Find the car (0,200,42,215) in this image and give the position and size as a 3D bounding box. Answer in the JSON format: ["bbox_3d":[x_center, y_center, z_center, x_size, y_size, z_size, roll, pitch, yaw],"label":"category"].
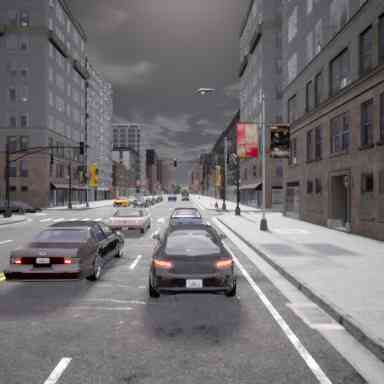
[{"bbox_3d":[-17.923,1.537,33.164,5.357,1.411,2.033,0,0,4],"label":"car"}]

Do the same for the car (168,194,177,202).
[{"bbox_3d":[-4.833,1.494,80.301,1.882,1.535,5.008,0,0,-1],"label":"car"}]

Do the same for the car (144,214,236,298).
[{"bbox_3d":[-0.037,1.527,8.444,1.812,1.442,4.674,0,0,-2],"label":"car"}]

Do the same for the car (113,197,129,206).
[{"bbox_3d":[-10.851,1.495,51.511,1.882,1.535,5.008,0,0,-1],"label":"car"}]

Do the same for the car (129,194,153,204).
[{"bbox_3d":[-7.568,1.508,50.038,2.128,1.511,4.902,0,0,-1],"label":"car"}]

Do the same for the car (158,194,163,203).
[{"bbox_3d":[-7.863,1.546,69.261,2.128,1.511,4.902,0,0,-1],"label":"car"}]

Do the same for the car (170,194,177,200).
[{"bbox_3d":[-5.043,1.388,90.719,1.837,1.490,4.892,0,0,-1],"label":"car"}]

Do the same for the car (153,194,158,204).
[{"bbox_3d":[-7.738,1.511,59.391,2.128,1.511,4.902,0,0,-1],"label":"car"}]

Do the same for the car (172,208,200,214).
[{"bbox_3d":[-0.331,1.551,18.031,2.033,1.411,5.357,0,0,-1],"label":"car"}]

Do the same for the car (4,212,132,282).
[{"bbox_3d":[-3.313,1.548,9.783,2.033,1.411,5.357,0,0,-1],"label":"car"}]

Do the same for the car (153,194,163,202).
[{"bbox_3d":[-8.068,1.362,79.492,2.097,1.767,4.553,0,0,-1],"label":"car"}]

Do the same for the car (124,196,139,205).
[{"bbox_3d":[-11.001,1.545,60.733,1.812,1.442,4.674,0,0,-1],"label":"car"}]

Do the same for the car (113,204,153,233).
[{"bbox_3d":[-3.510,1.605,19.448,1.895,1.301,4.718,0,0,-1],"label":"car"}]

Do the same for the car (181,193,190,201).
[{"bbox_3d":[-1.592,1.612,80.813,1.895,1.301,4.718,0,0,-1],"label":"car"}]
